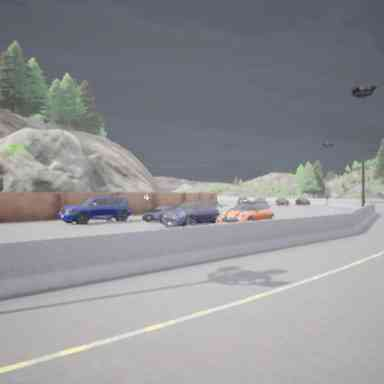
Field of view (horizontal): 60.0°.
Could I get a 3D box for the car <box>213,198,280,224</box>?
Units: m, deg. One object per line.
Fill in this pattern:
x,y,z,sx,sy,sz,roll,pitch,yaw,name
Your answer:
3.740,1.465,22.215,2.097,1.767,4.553,0,0,40,car

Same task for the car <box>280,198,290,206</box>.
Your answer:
16.765,1.774,61.530,1.882,1.535,5.008,0,0,6,car

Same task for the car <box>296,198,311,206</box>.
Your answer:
20.214,1.765,60.594,1.882,1.535,5.008,0,0,6,car

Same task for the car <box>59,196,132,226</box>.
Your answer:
-7.272,1.374,25.610,2.150,2.045,5.566,0,0,45,car

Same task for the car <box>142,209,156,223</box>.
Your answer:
-1.908,1.710,26.337,1.994,1.385,4.181,0,0,40,car

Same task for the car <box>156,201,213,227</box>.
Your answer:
0.026,1.478,23.305,2.097,1.767,4.553,0,0,41,car
